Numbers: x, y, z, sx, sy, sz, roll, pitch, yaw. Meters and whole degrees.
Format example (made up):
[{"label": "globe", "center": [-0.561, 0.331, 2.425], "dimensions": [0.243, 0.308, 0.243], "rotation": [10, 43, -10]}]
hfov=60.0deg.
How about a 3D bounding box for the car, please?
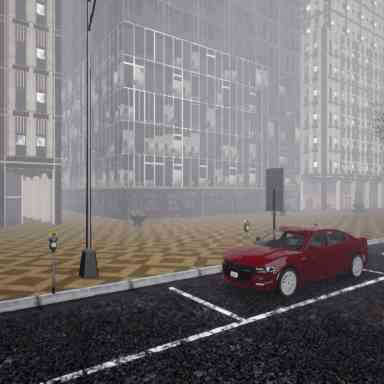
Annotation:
[{"label": "car", "center": [2.743, 1.545, 8.529], "dimensions": [4.507, 1.381, 1.887], "rotation": [0, 0, -36]}]
